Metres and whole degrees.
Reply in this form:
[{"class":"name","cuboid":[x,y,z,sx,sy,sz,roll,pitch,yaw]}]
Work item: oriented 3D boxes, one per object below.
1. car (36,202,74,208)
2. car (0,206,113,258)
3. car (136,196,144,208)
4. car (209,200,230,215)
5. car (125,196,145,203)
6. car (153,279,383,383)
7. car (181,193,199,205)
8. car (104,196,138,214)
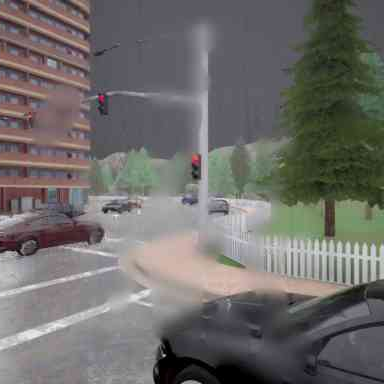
[{"class":"car","cuboid":[-10.616,1.492,25.567,2.033,1.411,5.357,0,0,24]},{"class":"car","cuboid":[-5.562,1.490,12.821,1.812,1.442,4.674,0,1,34]},{"class":"car","cuboid":[-8.096,1.296,45.682,2.097,1.767,4.553,0,0,-11]},{"class":"car","cuboid":[2.723,1.492,33.164,2.033,1.411,5.357,0,0,8]},{"class":"car","cuboid":[-11.783,1.470,68.722,4.674,1.442,1.812,0,0,44]},{"class":"car","cuboid":[1.899,1.478,2.635,5.008,1.535,1.882,0,0,36]},{"class":"car","cuboid":[-0.065,1.166,56.691,2.150,2.045,5.566,0,0,-21]},{"class":"car","cuboid":[-7.797,1.492,35.386,2.033,1.411,5.357,0,0,7]}]
